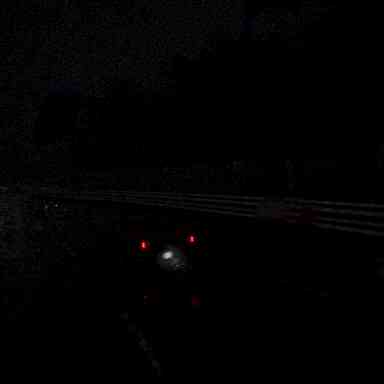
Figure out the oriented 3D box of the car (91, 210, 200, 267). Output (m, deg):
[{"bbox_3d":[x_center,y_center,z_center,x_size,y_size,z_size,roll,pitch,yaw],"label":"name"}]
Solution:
[{"bbox_3d":[-1.685,1.210,10.114,1.895,1.301,4.718,-3,3,-29],"label":"car"}]
